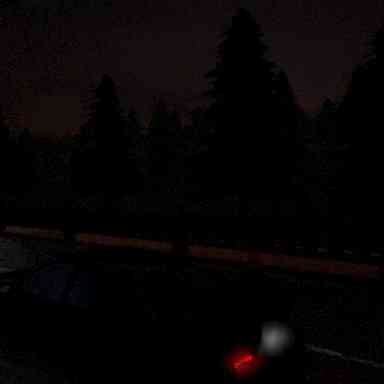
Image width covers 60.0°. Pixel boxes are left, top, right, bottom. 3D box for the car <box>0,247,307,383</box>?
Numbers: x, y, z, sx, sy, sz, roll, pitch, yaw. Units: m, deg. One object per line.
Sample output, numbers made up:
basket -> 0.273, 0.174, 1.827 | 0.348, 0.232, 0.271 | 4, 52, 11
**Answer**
car -> -1.235, 1.556, 4.818 | 5.357, 1.411, 2.033 | 0, 0, 35
